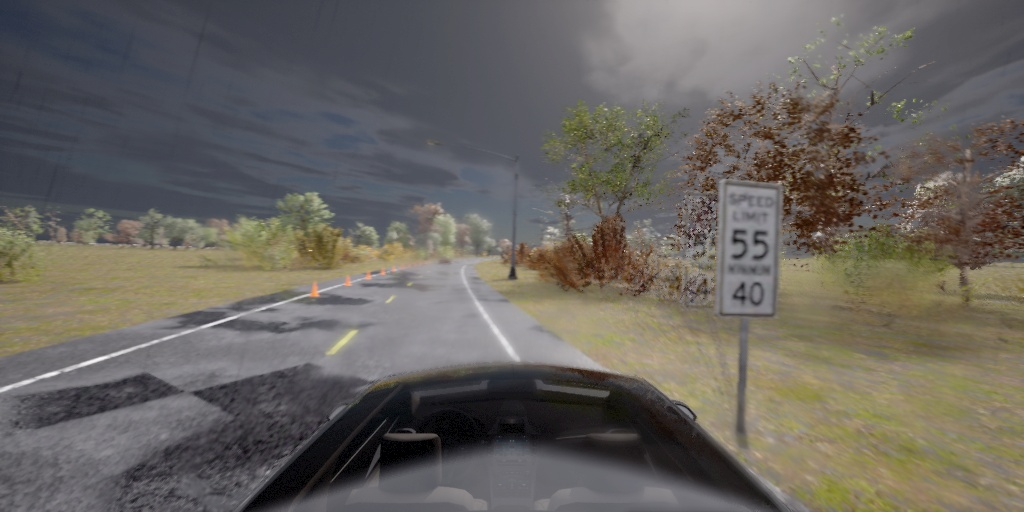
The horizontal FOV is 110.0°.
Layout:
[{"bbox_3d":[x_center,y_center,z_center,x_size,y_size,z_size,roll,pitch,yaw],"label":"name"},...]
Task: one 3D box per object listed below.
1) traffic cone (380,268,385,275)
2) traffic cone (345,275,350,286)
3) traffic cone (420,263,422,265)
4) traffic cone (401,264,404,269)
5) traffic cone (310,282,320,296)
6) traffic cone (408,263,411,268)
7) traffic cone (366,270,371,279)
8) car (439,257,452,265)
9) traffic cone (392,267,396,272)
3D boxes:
[{"bbox_3d":[-10.734,1.257,29.811,0.340,0.580,0.340,0,0,-9],"label":"traffic cone"},{"bbox_3d":[-9.110,1.329,19.881,0.340,0.580,0.340,0,0,-10],"label":"traffic cone"},{"bbox_3d":[-13.923,1.096,54.763,0.340,0.580,0.340,0,0,-6],"label":"traffic cone"},{"bbox_3d":[-12.159,1.189,39.773,0.340,0.580,0.340,0,0,-8],"label":"traffic cone"},{"bbox_3d":[-8.222,1.367,14.928,0.340,0.580,0.340,0,0,-10],"label":"traffic cone"},{"bbox_3d":[-12.797,1.157,44.764,0.340,0.580,0.340,0,0,-7],"label":"traffic cone"},{"bbox_3d":[-9.946,1.293,24.842,0.340,0.580,0.340,0,0,-9],"label":"traffic cone"},{"bbox_3d":[-11.524,0.826,62.052,1.895,1.301,4.718,2,0,-5],"label":"car"},{"bbox_3d":[-11.472,1.223,34.789,0.340,0.580,0.340,0,0,-8],"label":"traffic cone"}]
